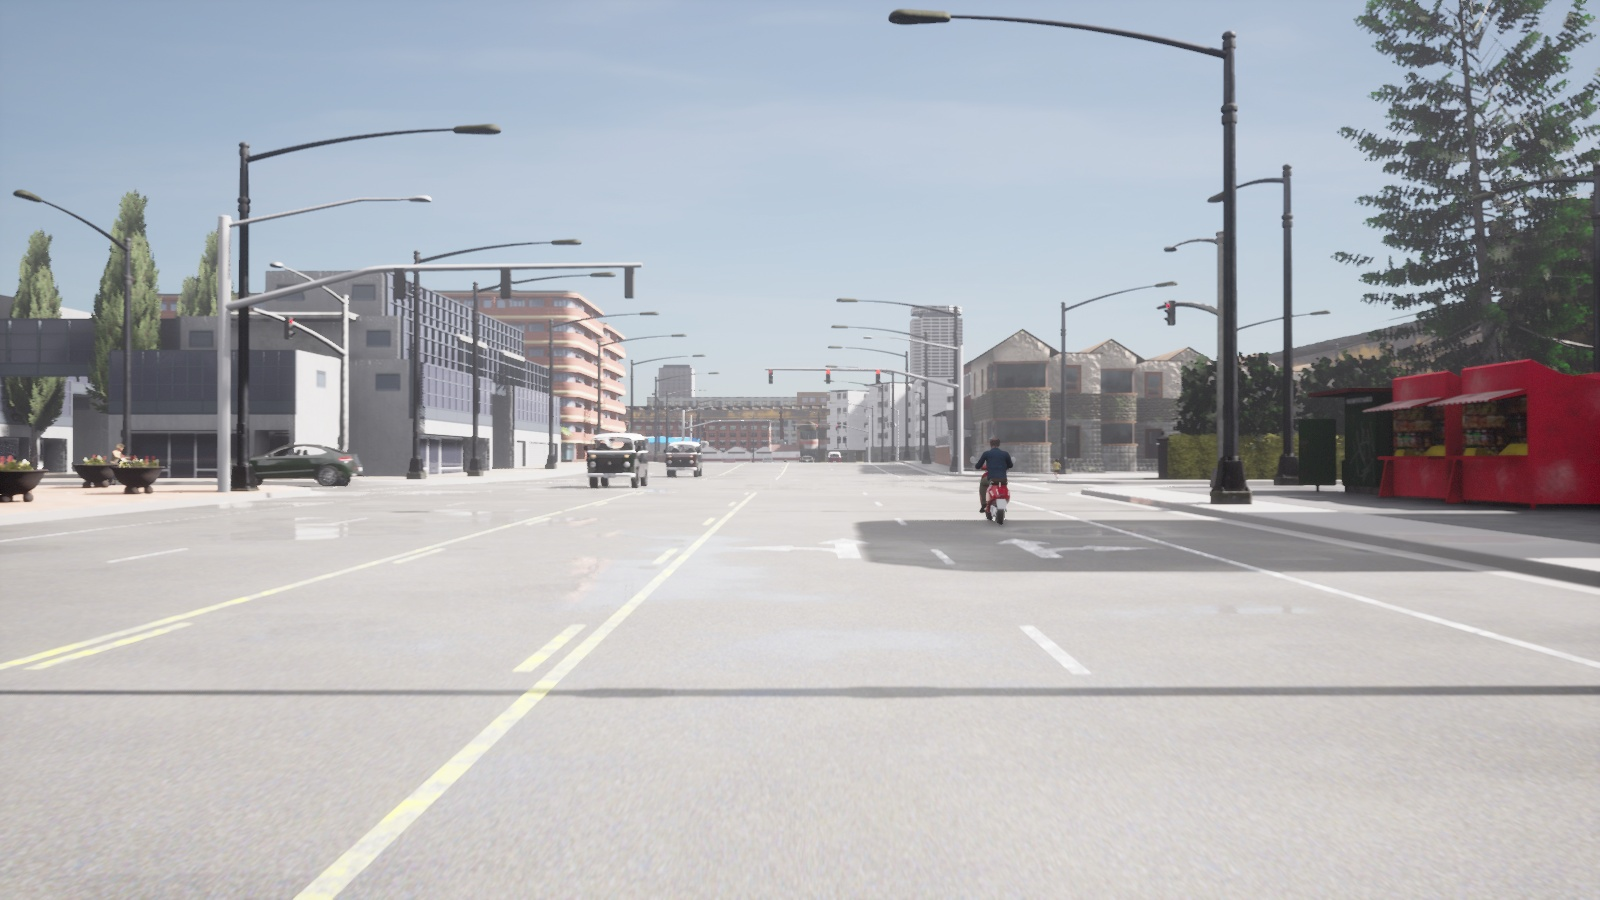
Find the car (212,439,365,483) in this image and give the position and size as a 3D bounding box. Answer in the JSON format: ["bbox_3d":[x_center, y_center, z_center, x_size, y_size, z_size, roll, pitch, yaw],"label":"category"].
[{"bbox_3d":[-19.564,0.408,48.257,5.027,1.651,2.152,0,0,-6],"label":"car"}]

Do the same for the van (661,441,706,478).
[{"bbox_3d":[-6.573,0.513,71.243,2.069,2.038,4.480,0,0,0],"label":"van"}]

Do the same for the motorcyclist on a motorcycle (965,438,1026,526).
[{"bbox_3d":[3.651,0.576,23.570,0.866,1.590,1.817,0,0,0],"label":"motorcyclist on a motorcycle"}]

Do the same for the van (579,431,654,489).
[{"bbox_3d":[-6.717,0.369,46.421,2.069,2.038,4.480,0,0,0],"label":"van"}]
